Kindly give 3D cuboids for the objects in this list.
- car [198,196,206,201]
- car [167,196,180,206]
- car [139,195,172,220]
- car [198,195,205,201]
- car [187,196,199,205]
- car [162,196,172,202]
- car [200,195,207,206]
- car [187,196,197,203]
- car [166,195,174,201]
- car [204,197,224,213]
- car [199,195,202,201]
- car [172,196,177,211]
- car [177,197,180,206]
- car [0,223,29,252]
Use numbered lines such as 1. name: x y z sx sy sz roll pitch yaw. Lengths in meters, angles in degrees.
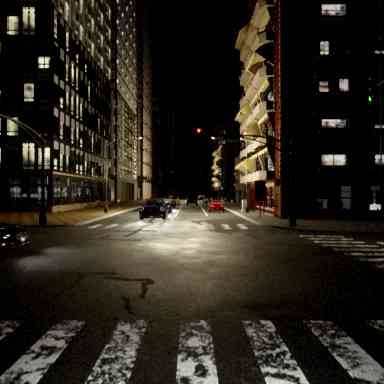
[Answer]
1. car: 2.547 1.623 84.049 1.802 1.307 4.206 0 0 0
2. car: -3.097 1.496 56.726 1.882 1.535 5.008 0 0 0
3. car: -3.142 1.356 28.148 2.097 1.767 4.553 0 0 0
4. car: 2.537 1.487 89.698 1.967 1.590 4.097 0 0 0
5. car: 0.002 1.524 57.514 1.837 1.490 4.892 0 0 0
6. car: -5.823 1.586 78.386 2.008 1.369 4.403 0 0 0
7. car: 2.606 1.565 50.158 2.008 1.369 4.403 0 0 0
8. car: -0.033 1.591 70.302 1.994 1.385 4.181 0 0 0
9. car: -5.843 1.592 89.683 1.887 1.381 4.507 0 0 0
10. car: 2.679 1.589 37.241 1.802 1.307 4.206 0 0 0
11. car: 2.597 1.569 55.806 2.008 1.369 4.403 0 0 0
12. car: -3.158 1.499 37.196 2.128 1.511 4.902 0 0 0
13. car: -3.153 1.613 46.454 1.895 1.301 4.718 0 0 0
14. car: -8.280 1.377 11.535 4.892 1.490 1.837 1 0 -1
